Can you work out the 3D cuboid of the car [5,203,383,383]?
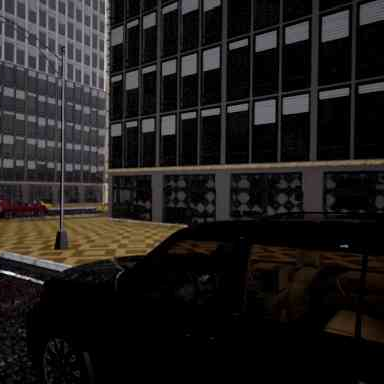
[{"bbox_3d":[0.718,1.221,3.171,5.566,2.045,2.150,0,0,36],"label":"car"}]

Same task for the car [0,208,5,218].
[{"bbox_3d":[-7.263,1.345,8.895,4.553,1.767,2.097,0,0,36],"label":"car"}]

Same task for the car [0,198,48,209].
[{"bbox_3d":[-16.097,1.511,31.041,2.192,1.841,5.009,1,0,37],"label":"car"}]

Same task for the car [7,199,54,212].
[{"bbox_3d":[-19.564,1.632,40.427,1.752,1.417,4.829,1,0,37],"label":"car"}]

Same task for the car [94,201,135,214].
[{"bbox_3d":[-9.269,1.821,40.230,1.752,1.417,4.829,1,0,37],"label":"car"}]
